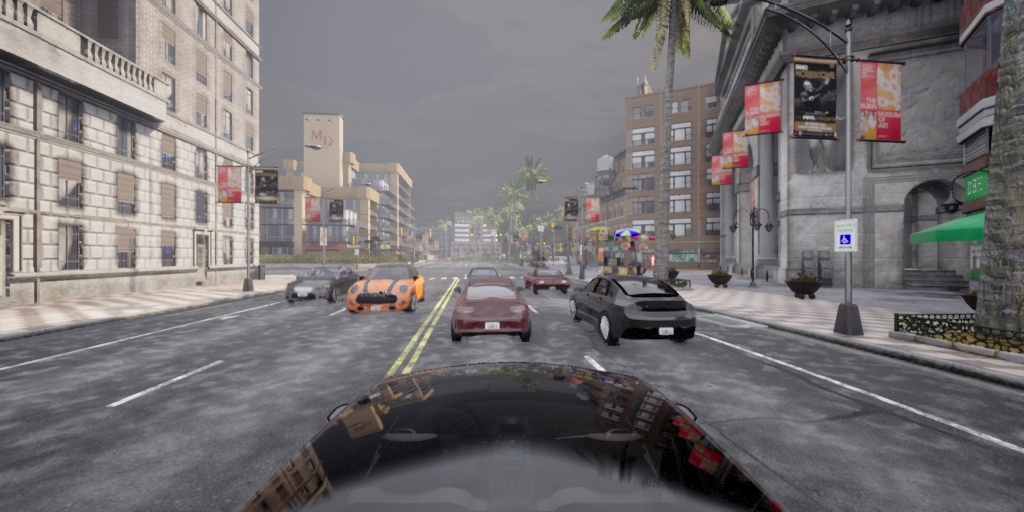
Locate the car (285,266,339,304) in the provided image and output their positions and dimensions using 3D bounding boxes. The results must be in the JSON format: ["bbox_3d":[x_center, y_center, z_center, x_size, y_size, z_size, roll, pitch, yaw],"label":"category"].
[{"bbox_3d":[-8.427,1.243,16.428,2.128,1.511,4.902,0,0,-6],"label":"car"}]

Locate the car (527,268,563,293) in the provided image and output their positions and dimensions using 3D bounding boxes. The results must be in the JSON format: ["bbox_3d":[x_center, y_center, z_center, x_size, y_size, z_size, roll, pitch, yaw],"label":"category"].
[{"bbox_3d":[1.825,1.351,20.548,1.895,1.301,4.718,0,0,-6],"label":"car"}]

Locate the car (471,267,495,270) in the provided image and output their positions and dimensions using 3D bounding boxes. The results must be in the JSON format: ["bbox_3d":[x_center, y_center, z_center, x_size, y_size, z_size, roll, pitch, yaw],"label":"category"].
[{"bbox_3d":[-1.570,1.297,19.523,2.033,1.411,5.357,0,0,-6],"label":"car"}]

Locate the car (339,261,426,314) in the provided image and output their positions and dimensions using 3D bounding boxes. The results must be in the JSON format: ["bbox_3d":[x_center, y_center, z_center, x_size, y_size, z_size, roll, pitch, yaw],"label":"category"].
[{"bbox_3d":[-4.627,1.102,13.809,2.097,1.767,4.553,0,0,-6],"label":"car"}]

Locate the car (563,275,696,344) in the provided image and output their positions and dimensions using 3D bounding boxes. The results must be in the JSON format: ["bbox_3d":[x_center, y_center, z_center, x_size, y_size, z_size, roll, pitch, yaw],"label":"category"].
[{"bbox_3d":[2.904,1.255,9.622,1.837,1.490,4.892,0,0,-5],"label":"car"}]

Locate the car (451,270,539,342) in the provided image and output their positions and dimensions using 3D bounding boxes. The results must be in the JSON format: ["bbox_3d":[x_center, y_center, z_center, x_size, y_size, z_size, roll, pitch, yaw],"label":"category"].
[{"bbox_3d":[-0.604,1.276,9.697,1.812,1.442,4.674,0,0,-5],"label":"car"}]
